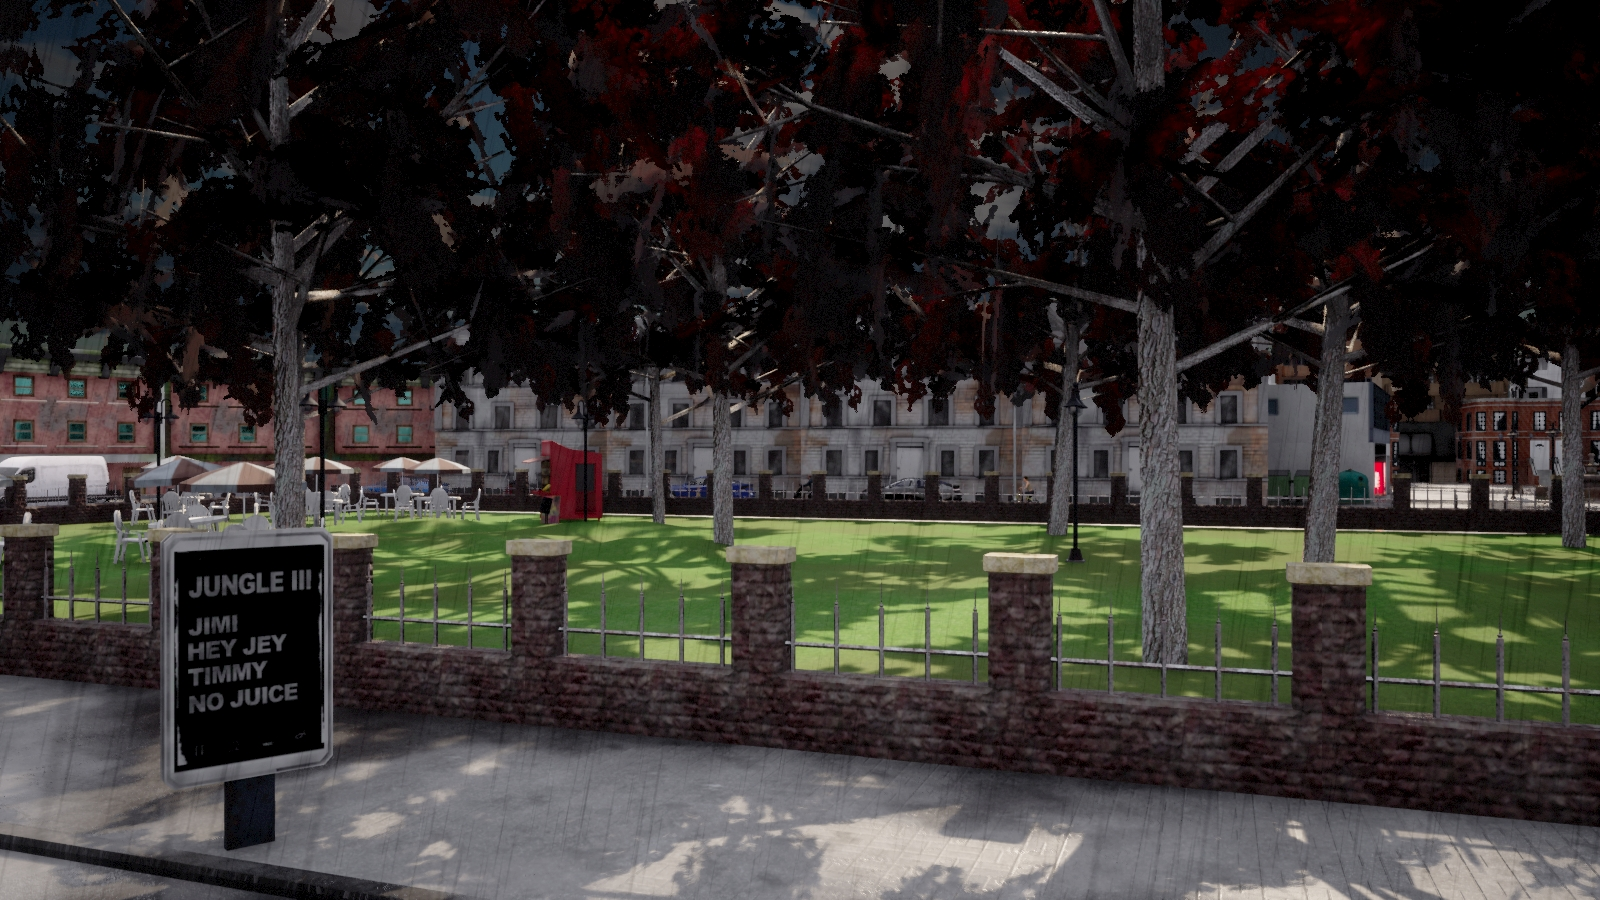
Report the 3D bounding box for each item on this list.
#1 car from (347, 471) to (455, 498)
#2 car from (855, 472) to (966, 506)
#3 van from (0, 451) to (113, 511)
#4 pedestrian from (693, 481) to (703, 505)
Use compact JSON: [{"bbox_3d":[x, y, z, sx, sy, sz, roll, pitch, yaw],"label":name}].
[{"bbox_3d":[-22.252,1.905,63.781,5.357,1.411,2.033,0,0,9],"label":"car"},{"bbox_3d":[5.260,1.833,54.337,4.902,1.511,2.128,0,0,20],"label":"car"},{"bbox_3d":[-34.480,1.334,51.603,1.988,2.561,5.915,0,0,21],"label":"van"},{"bbox_3d":[-4.833,2.018,54.090,0.500,1.100,0.500,0,0,-5],"label":"pedestrian"}]
